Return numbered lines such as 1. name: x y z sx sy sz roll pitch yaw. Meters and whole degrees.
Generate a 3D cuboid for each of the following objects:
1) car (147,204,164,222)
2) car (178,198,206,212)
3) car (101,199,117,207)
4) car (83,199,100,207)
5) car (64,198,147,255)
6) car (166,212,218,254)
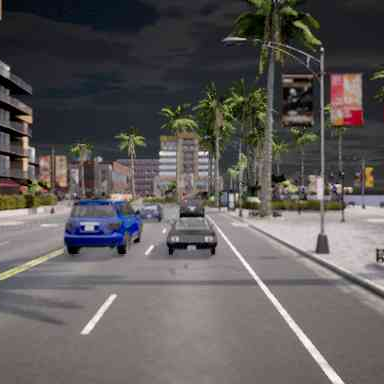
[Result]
1. car: -3.502 1.805 29.400 1.812 1.442 4.674 0 0 0
2. car: 0.001 1.492 29.017 2.150 2.045 5.566 0 0 0
3. car: -16.422 2.121 65.657 1.837 1.490 4.892 1 0 -27
4. car: -19.143 2.099 63.383 2.128 1.511 4.902 0 -1 -28
5. car: -3.498 1.351 14.032 2.150 2.045 5.566 0 0 0
6. car: 0.003 1.735 14.113 1.895 1.301 4.718 0 -1 0
